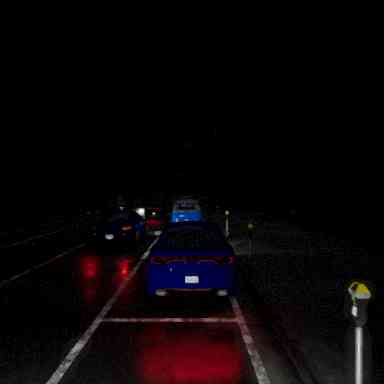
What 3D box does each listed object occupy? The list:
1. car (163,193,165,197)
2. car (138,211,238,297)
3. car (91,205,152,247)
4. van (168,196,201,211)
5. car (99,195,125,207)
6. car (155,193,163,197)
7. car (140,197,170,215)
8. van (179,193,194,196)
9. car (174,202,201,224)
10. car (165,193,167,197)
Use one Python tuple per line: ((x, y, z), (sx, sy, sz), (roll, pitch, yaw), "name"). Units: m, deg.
((-8.815, 1.450, 86.079), (2.008, 1.369, 4.403), (0, 0, 0), "car")
((-0.005, 1.475, 8.650), (1.882, 1.535, 5.008), (0, 0, 0), "car")
((-3.141, 1.521, 14.952), (1.812, 1.442, 4.674), (0, 0, 0), "car")
((-0.290, 1.333, 19.998), (1.690, 1.788, 3.998), (0, 0, 0), "van")
((-8.815, 1.291, 36.940), (2.192, 1.841, 5.009), (0, 0, 0), "car")
((-8.815, 1.432, 80.459), (1.752, 1.417, 4.829), (0, 0, 0), "car")
((-3.142, 1.491, 29.868), (1.837, 1.490, 4.892), (0, 0, 0), "car")
((-0.290, 1.317, 36.980), (1.690, 1.788, 3.998), (0, 0, 0), "van")
((-0.290, 1.532, 25.659), (1.887, 1.381, 4.507), (0, 0, 0), "car")
((-8.815, 1.438, 91.530), (1.887, 1.381, 4.507), (0, 0, 0), "car")
